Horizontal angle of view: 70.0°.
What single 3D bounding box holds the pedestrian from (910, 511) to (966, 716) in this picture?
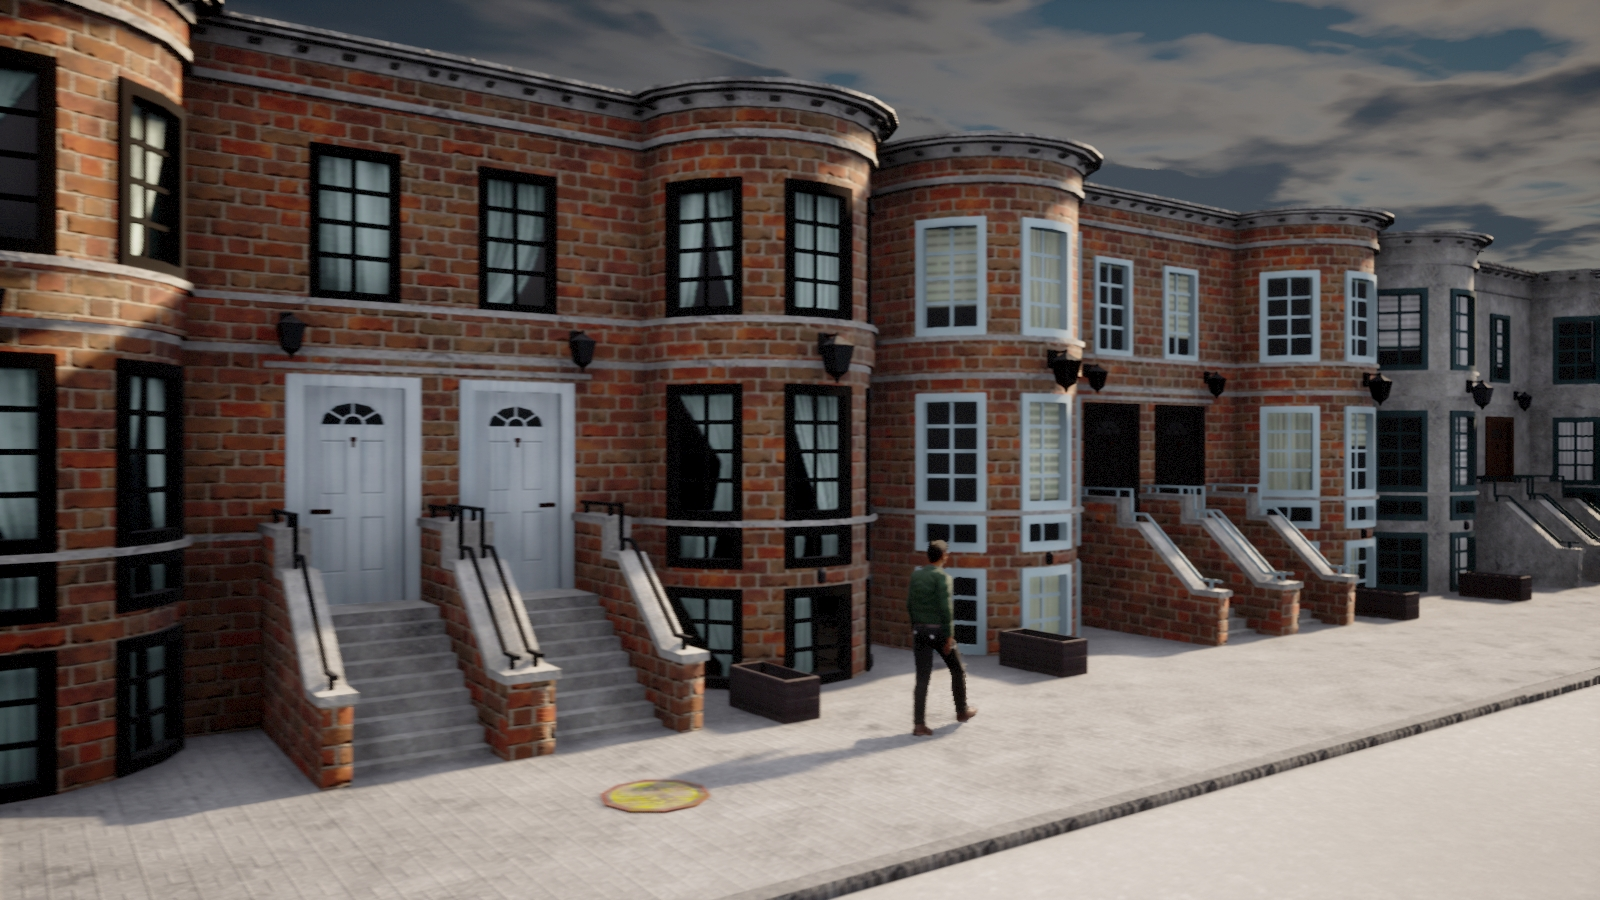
[{"bbox_3d":[1.305,1.524,10.799,0.375,1.860,0.375,0,0,-45],"label":"pedestrian"}]
